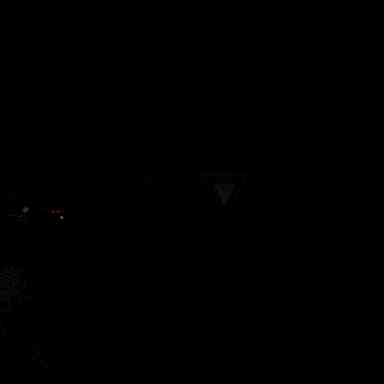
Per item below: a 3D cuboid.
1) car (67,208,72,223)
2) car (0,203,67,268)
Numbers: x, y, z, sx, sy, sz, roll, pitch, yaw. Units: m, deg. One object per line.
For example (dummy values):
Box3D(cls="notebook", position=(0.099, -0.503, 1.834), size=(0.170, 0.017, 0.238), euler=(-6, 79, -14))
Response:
Box3D(cls="car", position=(-10.752, 1.581, 24.887), size=(2.128, 1.511, 4.902), euler=(0, 0, -44))
Box3D(cls="car", position=(-6.114, 1.396, 9.745), size=(2.097, 1.767, 4.553), euler=(0, 0, 17))
